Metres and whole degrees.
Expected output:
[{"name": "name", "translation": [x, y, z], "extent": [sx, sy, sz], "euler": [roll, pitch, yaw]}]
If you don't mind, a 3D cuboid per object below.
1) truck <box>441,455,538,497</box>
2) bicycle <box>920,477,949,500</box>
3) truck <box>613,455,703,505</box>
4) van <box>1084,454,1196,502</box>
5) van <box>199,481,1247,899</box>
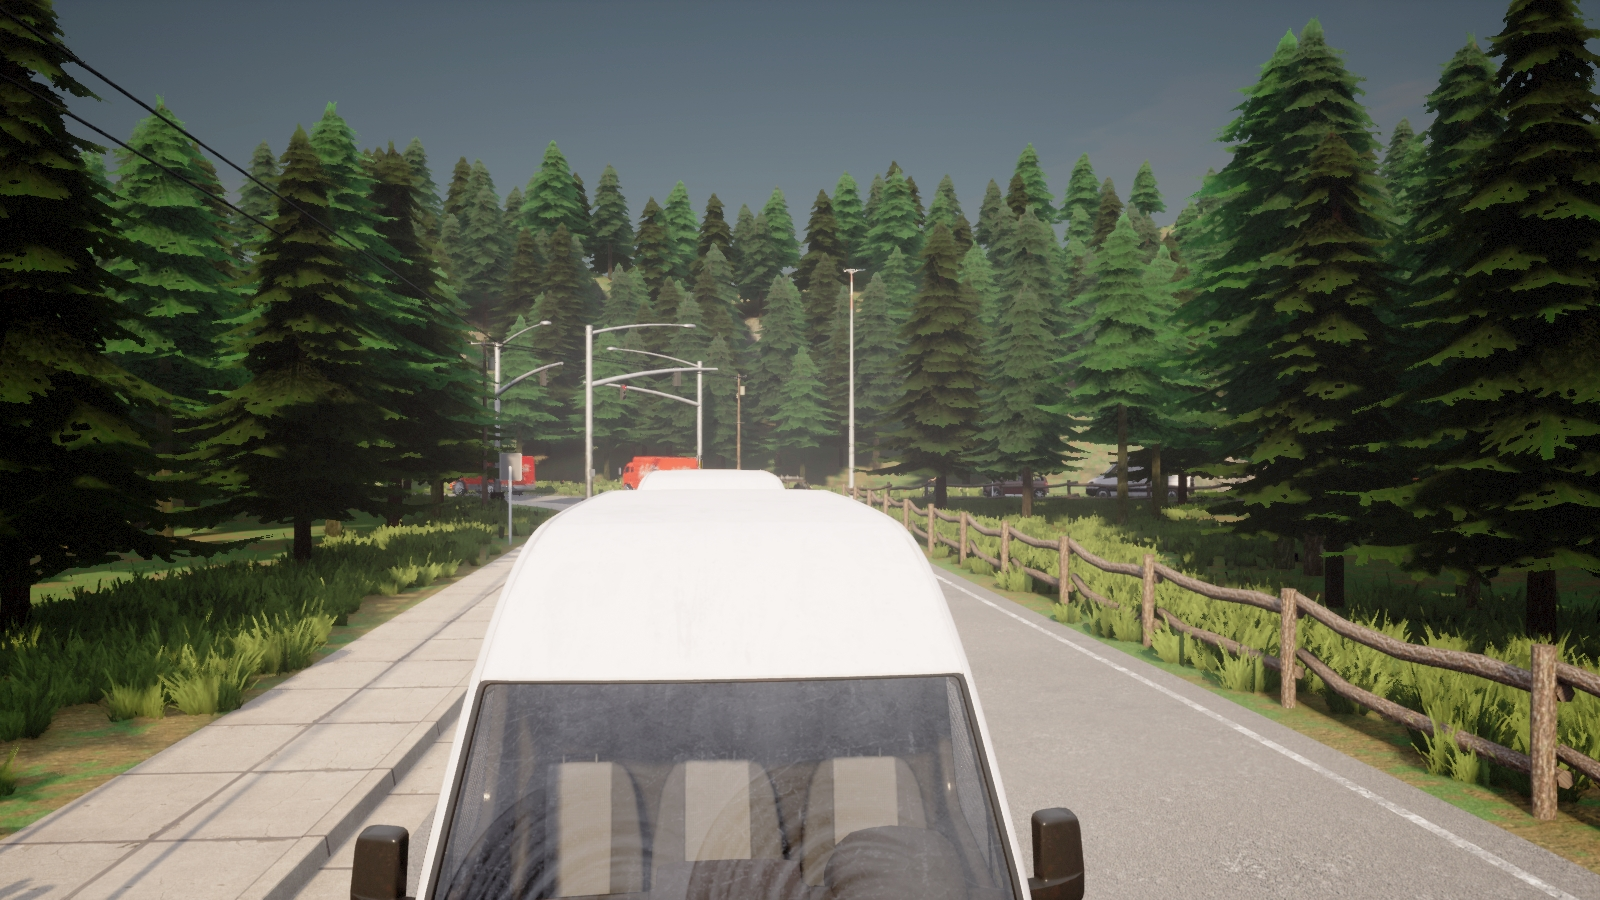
[{"name": "truck", "translation": [-18.847, 1.541, 69.369], "extent": [5.204, 2.467, 2.627], "euler": [0, -1, 27]}, {"name": "bicycle", "translation": [7.650, 2.158, 64.900], "extent": [1.487, 1.276, 0.859], "euler": [0, 0, -7]}, {"name": "truck", "translation": [-7.592, 1.552, 60.617], "extent": [2.627, 2.467, 5.204], "euler": [0, 0, -34]}, {"name": "van", "translation": [19.038, 1.535, 64.038], "extent": [5.915, 2.561, 1.988], "euler": [0, 0, 19]}, {"name": "van", "translation": [-0.344, 1.499, 5.120], "extent": [1.988, 2.561, 5.915], "euler": [0, 0, -5]}]
